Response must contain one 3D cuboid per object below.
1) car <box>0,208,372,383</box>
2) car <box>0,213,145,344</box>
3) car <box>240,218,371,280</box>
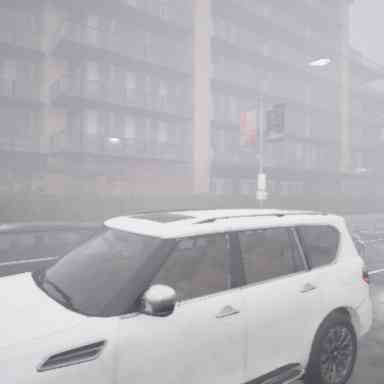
[{"bbox_3d":[-0.199,1.245,3.763,5.566,2.045,2.150,1,-1,-35],"label":"car"},{"bbox_3d":[-3.363,1.357,5.823,4.553,1.767,2.097,1,0,-35],"label":"car"},{"bbox_3d":[3.818,1.681,10.938,4.181,1.385,1.994,1,-1,-35],"label":"car"}]
